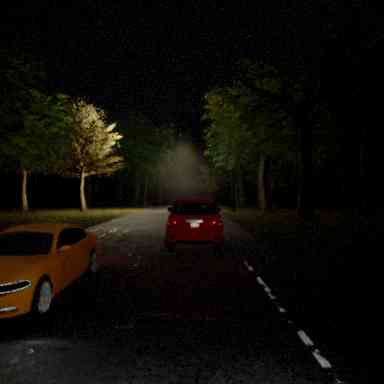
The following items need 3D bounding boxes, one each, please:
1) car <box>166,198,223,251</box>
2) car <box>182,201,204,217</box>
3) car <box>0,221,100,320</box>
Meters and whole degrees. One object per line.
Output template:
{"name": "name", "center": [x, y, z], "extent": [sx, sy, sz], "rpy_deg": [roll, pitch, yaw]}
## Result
{"name": "car", "center": [0.100, 1.271, 14.503], "extent": [2.150, 2.045, 5.566], "rpy_deg": [0, 0, 0]}
{"name": "car", "center": [0.102, 1.711, 34.968], "extent": [2.128, 1.511, 4.902], "rpy_deg": [0, -1, 0]}
{"name": "car", "center": [-3.600, 1.503, 7.684], "extent": [1.882, 1.535, 5.008], "rpy_deg": [0, 0, 0]}
